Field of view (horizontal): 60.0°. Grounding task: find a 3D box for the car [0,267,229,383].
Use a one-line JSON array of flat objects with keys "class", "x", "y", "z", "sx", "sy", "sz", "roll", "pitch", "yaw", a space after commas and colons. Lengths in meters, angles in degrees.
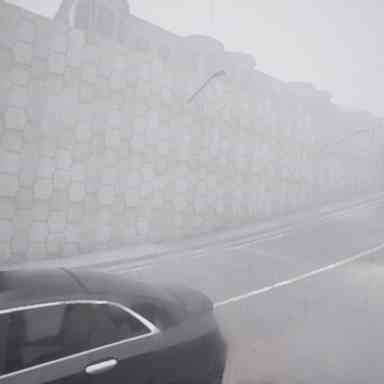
[{"class": "car", "x": -1.924, "y": 1.508, "z": 2.658, "sx": 4.892, "sy": 1.490, "sz": 1.837, "roll": 1, "pitch": 0, "yaw": -34}]
